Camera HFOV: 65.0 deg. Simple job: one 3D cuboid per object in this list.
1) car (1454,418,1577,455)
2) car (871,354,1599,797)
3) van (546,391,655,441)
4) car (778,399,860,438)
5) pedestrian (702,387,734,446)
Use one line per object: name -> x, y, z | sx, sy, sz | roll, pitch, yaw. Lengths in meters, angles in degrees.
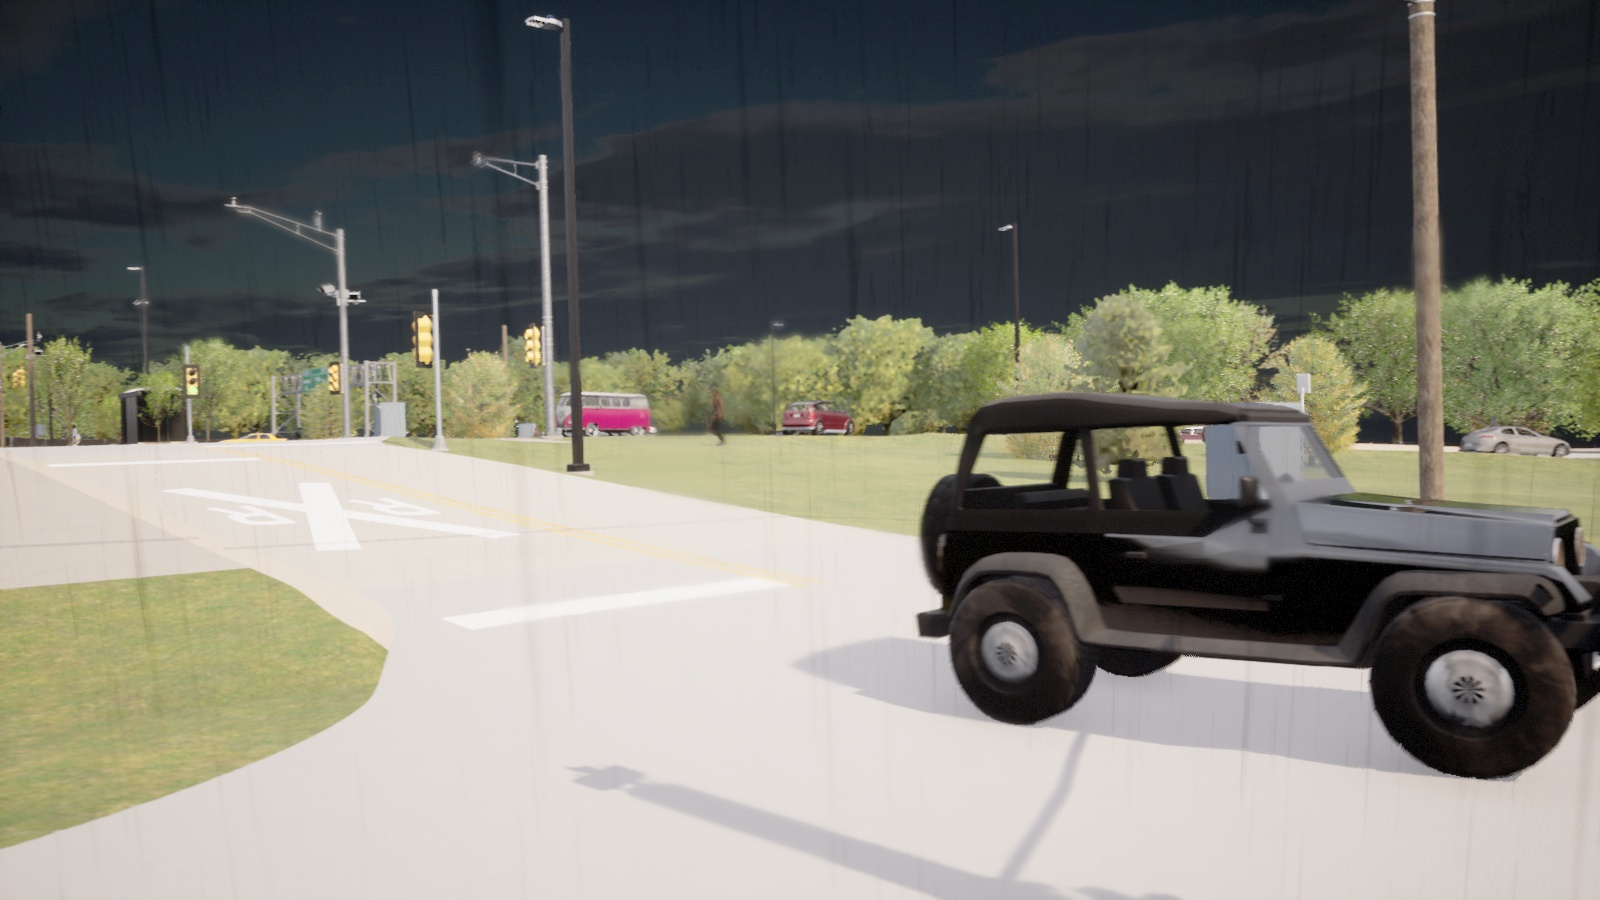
car -> 35.079, -0.649, 61.589 | 5.027, 1.651, 2.152 | 1, 0, -11
car -> 2.564, 0.560, 7.164 | 3.866, 1.878, 1.905 | -2, 0, 38
van -> -8.364, -1.400, 52.957 | 1.775, 1.987, 4.442 | -1, 0, 40
car -> 0.837, -1.305, 53.141 | 1.789, 1.549, 3.705 | 0, 0, 33
pedestrian -> -2.563, -1.052, 39.196 | 0.869, 1.805, 0.328 | -2, 1, -23
